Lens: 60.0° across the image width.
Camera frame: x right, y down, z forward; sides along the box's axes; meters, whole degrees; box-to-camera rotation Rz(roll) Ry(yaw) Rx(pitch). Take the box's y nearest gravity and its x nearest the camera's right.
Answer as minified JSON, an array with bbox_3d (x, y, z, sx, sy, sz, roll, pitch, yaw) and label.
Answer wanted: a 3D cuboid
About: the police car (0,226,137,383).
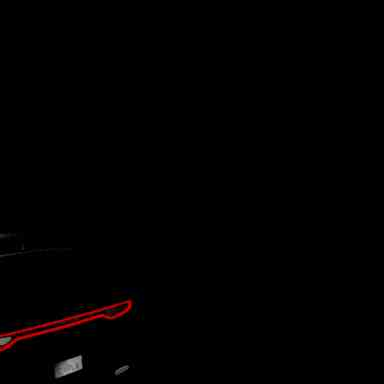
[{"bbox_3d":[-2.751,1.373,5.017,1.930,1.638,5.238,-2,2,-39],"label":"police car"}]
